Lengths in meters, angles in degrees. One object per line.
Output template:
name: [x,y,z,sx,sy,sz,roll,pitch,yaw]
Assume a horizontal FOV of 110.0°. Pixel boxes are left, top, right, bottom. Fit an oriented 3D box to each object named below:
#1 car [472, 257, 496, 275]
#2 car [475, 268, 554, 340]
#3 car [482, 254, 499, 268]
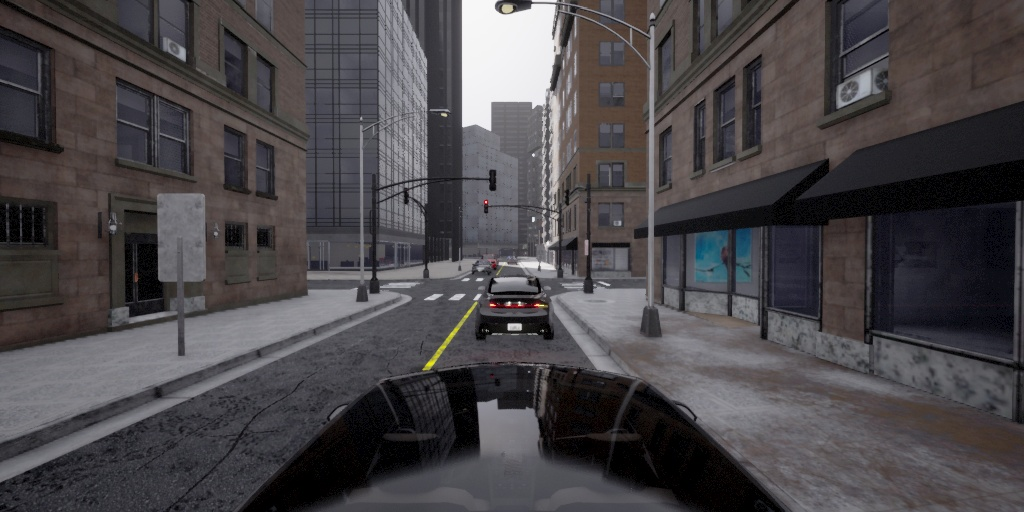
car: [-3.133,1.163,37.976,2.128,1.511,4.902,0,0,0]
car: [0.070,1.252,9.987,1.837,1.490,4.892,0,0,0]
car: [-3.150,0.809,48.281,2.150,2.045,5.566,0,1,0]
